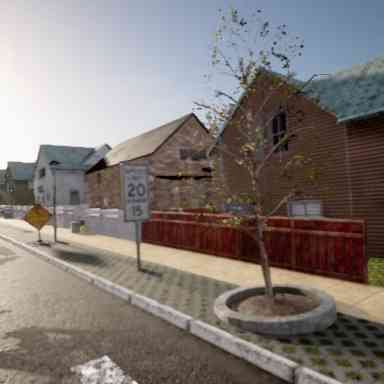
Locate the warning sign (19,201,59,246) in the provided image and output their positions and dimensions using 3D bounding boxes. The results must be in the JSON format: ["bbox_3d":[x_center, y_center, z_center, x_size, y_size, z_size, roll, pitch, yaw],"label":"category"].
[{"bbox_3d":[-6.997,1.413,15.185,1.300,1.860,1.060,-5,-1,-39],"label":"warning sign"}]
